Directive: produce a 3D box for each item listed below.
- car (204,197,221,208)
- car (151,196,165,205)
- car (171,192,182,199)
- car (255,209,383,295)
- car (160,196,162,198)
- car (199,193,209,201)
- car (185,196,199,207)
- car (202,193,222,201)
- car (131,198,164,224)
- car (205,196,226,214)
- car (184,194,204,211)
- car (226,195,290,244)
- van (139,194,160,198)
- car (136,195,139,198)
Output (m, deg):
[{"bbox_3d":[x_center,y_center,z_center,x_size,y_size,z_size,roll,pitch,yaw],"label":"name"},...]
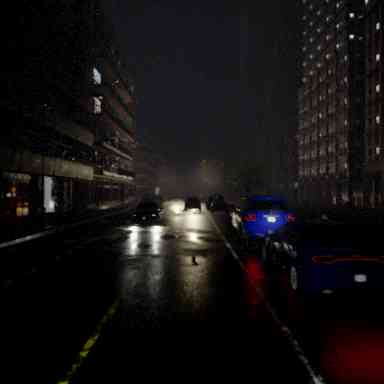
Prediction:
[{"bbox_3d":[2.693,1.419,44.640,1.947,1.339,4.313,0,0,0],"label":"car"},{"bbox_3d":[-5.688,1.389,55.687,1.947,1.339,4.313,0,0,0],"label":"car"},{"bbox_3d":[-2.999,0.773,64.356,2.097,1.767,4.553,0,0,0],"label":"car"},{"bbox_3d":[3.140,1.445,8.672,1.882,1.535,5.008,0,0,0],"label":"car"},{"bbox_3d":[-5.688,1.363,49.994,1.752,1.417,4.829,0,0,0],"label":"car"},{"bbox_3d":[2.693,1.089,77.777,2.192,1.841,5.009,0,0,0],"label":"car"},{"bbox_3d":[0.027,1.346,49.162,1.837,1.490,4.892,0,0,1],"label":"car"},{"bbox_3d":[2.694,1.184,39.118,2.192,1.841,5.009,0,0,0],"label":"car"},{"bbox_3d":[-3.100,1.422,23.854,1.837,1.490,4.892,0,0,0],"label":"car"},{"bbox_3d":[2.693,1.437,33.595,2.008,1.369,4.403,0,0,0],"label":"car"},{"bbox_3d":[0.081,1.349,38.509,1.882,1.535,5.008,0,0,0],"label":"car"},{"bbox_3d":[3.107,1.165,15.702,2.150,2.045,5.566,0,0,0],"label":"car"},{"bbox_3d":[-5.687,1.194,44.640,1.690,1.788,3.998,0,0,0],"label":"van"},{"bbox_3d":[-16.425,1.086,90.760,4.403,1.369,2.008,1,-1,-1],"label":"car"}]
